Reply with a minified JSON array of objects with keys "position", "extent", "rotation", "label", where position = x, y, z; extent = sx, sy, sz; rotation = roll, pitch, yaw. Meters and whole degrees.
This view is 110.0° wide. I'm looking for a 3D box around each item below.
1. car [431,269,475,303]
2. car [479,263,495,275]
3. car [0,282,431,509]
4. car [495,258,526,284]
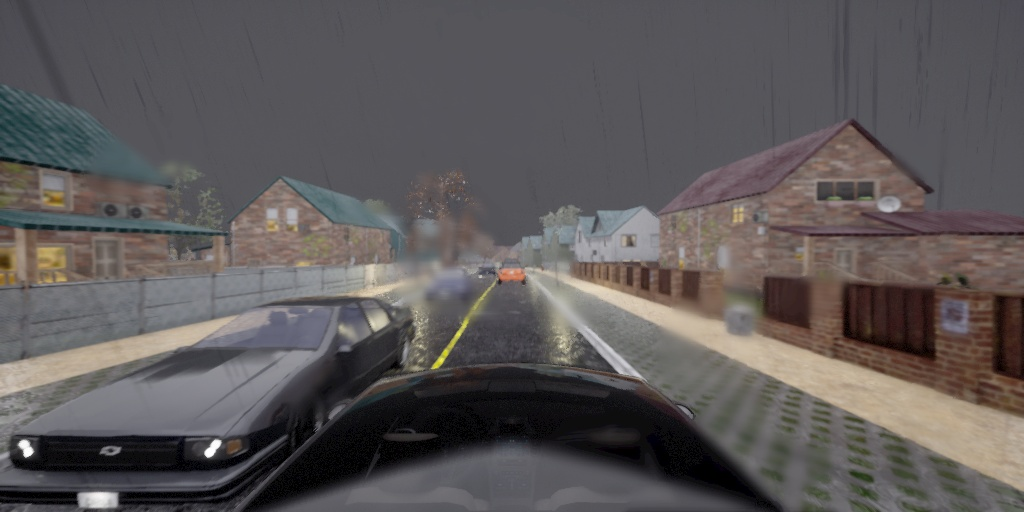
[{"position":[-2.846,1.349,17.428],"extent":[1.812,1.442,4.674],"rotation":[0,0,0],"label":"car"},{"position":[-2.901,1.587,43.942],"extent":[2.033,1.411,5.357],"rotation":[0,-1,-1],"label":"car"},{"position":[-2.852,1.310,5.141],"extent":[2.033,1.411,5.357],"rotation":[0,0,0],"label":"car"},{"position":[-0.010,1.256,28.652],"extent":[2.097,1.767,4.553],"rotation":[0,0,0],"label":"car"}]
